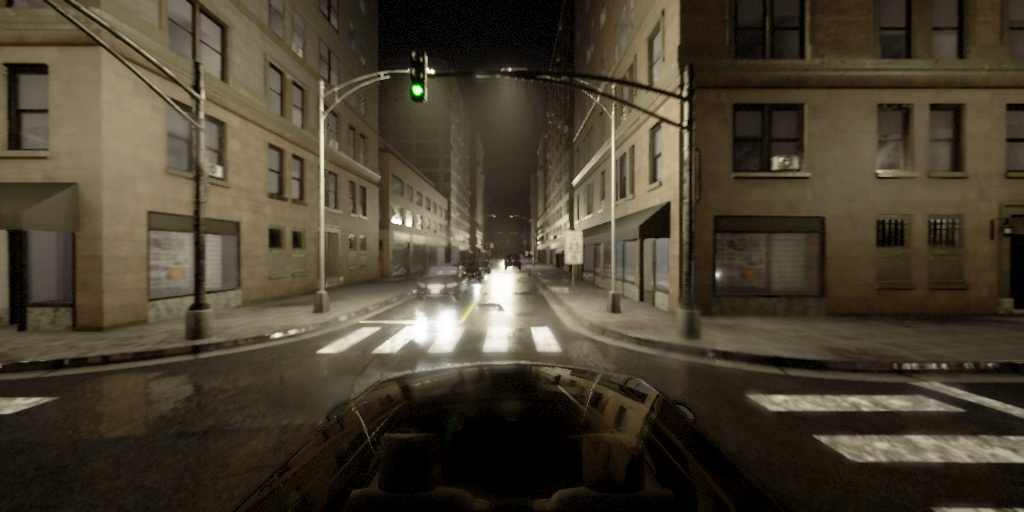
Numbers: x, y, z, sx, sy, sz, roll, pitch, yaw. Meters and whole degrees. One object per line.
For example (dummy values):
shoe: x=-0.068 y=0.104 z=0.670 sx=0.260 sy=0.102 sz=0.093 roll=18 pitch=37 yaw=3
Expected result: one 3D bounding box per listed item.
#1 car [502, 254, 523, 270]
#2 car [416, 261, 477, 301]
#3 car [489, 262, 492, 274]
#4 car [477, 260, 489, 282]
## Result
car: x=0.103 y=0.729 z=46.573 sx=2.150 sy=2.045 sz=5.566 roll=0 pitch=0 yaw=0
car: x=-3.090 y=1.156 z=16.916 sx=2.128 sy=1.511 sz=4.902 roll=0 pitch=0 yaw=0
car: x=-3.070 y=1.103 z=37.435 sx=2.033 sy=1.411 sz=5.357 roll=0 pitch=0 yaw=0
car: x=-3.072 y=1.115 z=27.164 sx=1.837 sy=1.490 sz=4.892 roll=0 pitch=0 yaw=0
